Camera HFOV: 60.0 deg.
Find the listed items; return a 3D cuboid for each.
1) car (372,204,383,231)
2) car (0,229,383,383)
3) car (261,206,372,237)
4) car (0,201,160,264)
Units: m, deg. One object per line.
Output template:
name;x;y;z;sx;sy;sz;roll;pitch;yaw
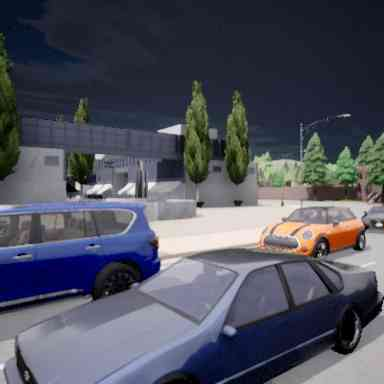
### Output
car;10.842;1.522;18.898;1.994;1.385;4.181;0;0;35
car;0.597;1.541;4.505;5.357;1.411;2.033;0;0;-37
car;4.460;1.329;12.114;4.553;1.767;2.097;0;0;-41
car;-3.199;1.221;6.063;5.566;2.045;2.150;0;0;-38
